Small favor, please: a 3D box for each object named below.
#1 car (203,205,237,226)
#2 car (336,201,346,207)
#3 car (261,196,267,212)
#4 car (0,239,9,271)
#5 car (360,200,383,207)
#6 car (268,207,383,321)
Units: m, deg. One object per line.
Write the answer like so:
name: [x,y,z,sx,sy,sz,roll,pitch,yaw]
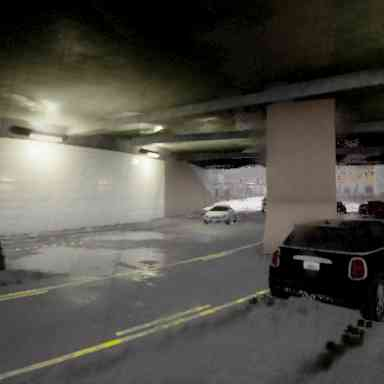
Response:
car: [2.277,1.715,25.645,1.812,1.442,4.674,0,0,18]
car: [16.473,1.734,38.293,1.812,1.442,4.674,0,0,13]
car: [10.249,1.503,43.238,2.150,2.045,5.566,0,0,13]
car: [-6.950,1.628,7.755,4.674,1.442,1.812,0,0,-36]
car: [19.463,1.649,35.722,1.882,1.535,5.008,0,-1,13]
car: [3.702,1.395,7.732,2.097,1.767,4.553,-1,-1,44]
